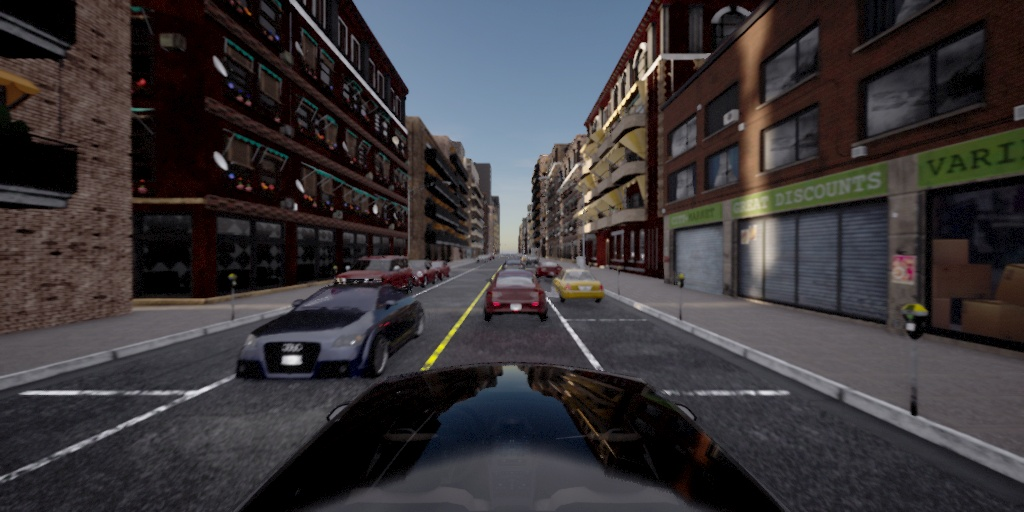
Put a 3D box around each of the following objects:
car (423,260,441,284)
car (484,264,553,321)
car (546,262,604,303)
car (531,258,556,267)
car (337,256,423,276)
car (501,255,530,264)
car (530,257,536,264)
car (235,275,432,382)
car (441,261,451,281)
[{"bbox_3d":[-5.681,0.971,21.002,1.967,1.591,4.097,0,0,0],"label":"car"},{"bbox_3d":[0.107,1.161,11.843,1.812,1.442,4.674,0,1,0],"label":"car"},{"bbox_3d":[2.697,1.122,15.528,1.751,1.417,4.829,0,0,0],"label":"car"},{"bbox_3d":[2.704,1.013,26.629,1.888,1.381,4.507,0,0,0],"label":"car"},{"bbox_3d":[-5.684,0.909,15.367,2.192,1.841,5.009,0,0,0],"label":"car"},{"bbox_3d":[0.117,0.929,29.289,2.128,1.511,4.902,0,1,0],"label":"car"},{"bbox_3d":[2.718,0.762,49.172,2.007,1.370,4.403,0,0,0],"label":"car"},{"bbox_3d":[-3.094,1.253,7.031,1.994,1.385,4.181,0,1,0],"label":"car"},{"bbox_3d":[-5.677,1.012,26.639,1.888,1.381,4.507,0,0,0],"label":"car"}]
